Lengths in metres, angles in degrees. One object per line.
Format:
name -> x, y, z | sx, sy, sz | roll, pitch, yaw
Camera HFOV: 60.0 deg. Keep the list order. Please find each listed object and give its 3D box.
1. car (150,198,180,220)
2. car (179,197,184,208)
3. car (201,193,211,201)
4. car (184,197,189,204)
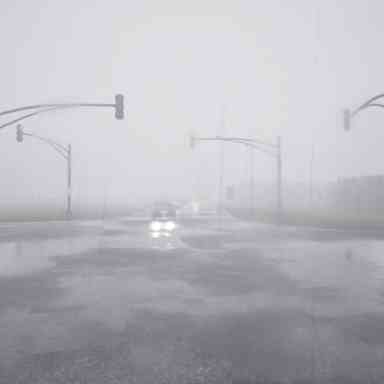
car -> -2.528, 1.494, 28.308 | 2.128, 1.511, 4.902 | 0, 0, -8
car -> -2.529, 1.522, 43.605 | 1.812, 1.442, 4.674 | 0, 0, 3
car -> 3.412, 1.191, 79.138 | 2.150, 2.045, 5.566 | 0, 0, 5
car -> -1.555, 1.586, 60.573 | 1.895, 1.301, 4.718 | 0, 0, 4
